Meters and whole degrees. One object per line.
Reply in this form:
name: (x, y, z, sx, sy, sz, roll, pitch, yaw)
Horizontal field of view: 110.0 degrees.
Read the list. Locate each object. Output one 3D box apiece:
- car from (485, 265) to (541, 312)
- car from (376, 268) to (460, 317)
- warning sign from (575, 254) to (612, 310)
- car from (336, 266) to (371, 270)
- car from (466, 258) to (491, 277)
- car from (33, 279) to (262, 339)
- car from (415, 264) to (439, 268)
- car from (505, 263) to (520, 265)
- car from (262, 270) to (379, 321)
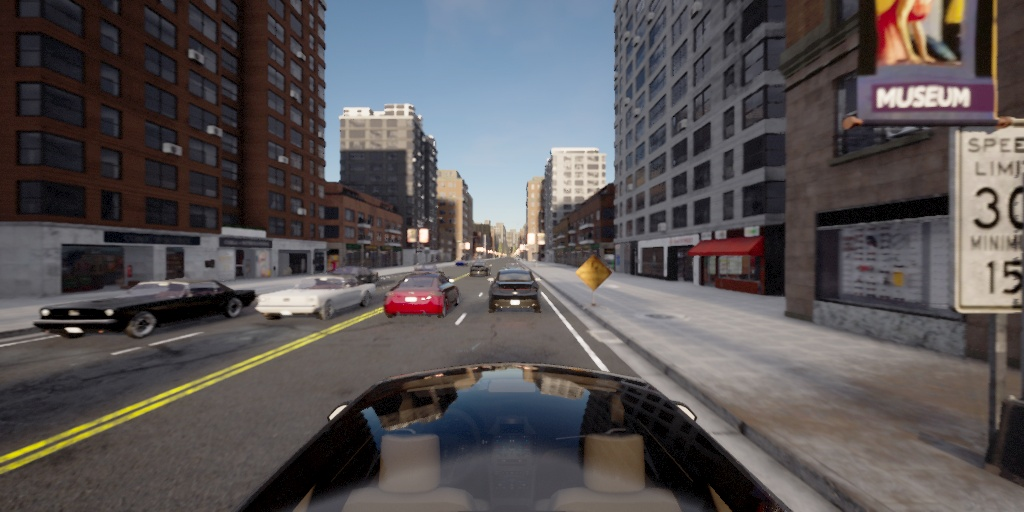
car: (0.103, 1.265, 14.163, 1.837, 1.490, 4.892, 0, 0, 0)
car: (-3.148, 1.322, 13.200, 1.994, 1.385, 4.181, 0, 0, 0)
warning sign: (2.852, 0.873, 12.586, 1.300, 1.860, 1.060, 0, 0, 0)
car: (-9.835, 1.313, 22.019, 2.033, 1.411, 5.357, 0, 0, 0)
car: (-3.181, 1.288, 36.461, 1.837, 1.490, 4.892, 0, 1, 0)
car: (-9.843, 1.356, 10.257, 1.895, 1.301, 4.718, 0, 0, 0)
car: (-6.556, 1.336, 27.867, 1.994, 1.385, 4.181, 0, 0, 0)
car: (0.066, 1.382, 36.238, 1.895, 1.301, 4.718, 0, 0, 0)
car: (-6.596, 1.359, 12.682, 1.895, 1.301, 4.718, 0, 0, 0)
